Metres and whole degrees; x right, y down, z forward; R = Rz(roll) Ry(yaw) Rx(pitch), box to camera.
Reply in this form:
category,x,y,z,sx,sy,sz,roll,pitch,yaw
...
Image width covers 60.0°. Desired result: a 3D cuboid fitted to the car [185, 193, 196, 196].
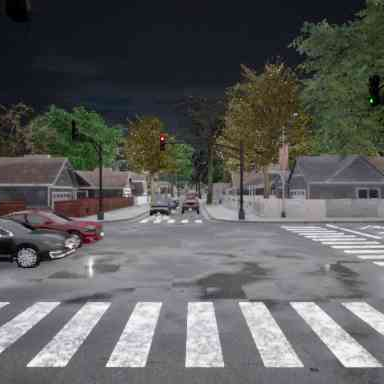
category,x,y,z,sx,sy,sz,roll,pitch,yaw
car,-0.289,1.299,73.547,2.150,2.045,5.566,0,0,0

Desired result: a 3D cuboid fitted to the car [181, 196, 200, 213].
category,x,y,z,sx,sy,sz,roll,pitch,yaw
car,-0.159,1.529,37.058,1.837,1.490,4.892,0,0,0

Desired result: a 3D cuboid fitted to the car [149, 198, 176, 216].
category,x,y,z,sx,sy,sz,roll,pitch,yaw
car,-3.021,1.567,32.915,2.033,1.411,5.357,0,0,0

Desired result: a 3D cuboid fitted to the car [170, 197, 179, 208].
category,x,y,z,sx,sy,sz,roll,pitch,yaw
car,-2.999,1.594,42.803,1.994,1.385,4.181,0,0,0

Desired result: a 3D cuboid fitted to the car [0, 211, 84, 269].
category,x,y,z,sx,sy,sz,roll,pitch,yaw
car,-6.300,1.536,10.610,4.892,1.490,1.837,-1,0,0

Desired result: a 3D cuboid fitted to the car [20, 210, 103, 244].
category,x,y,z,sx,sy,sz,roll,pitch,yaw
car,-6.258,1.505,13.858,5.008,1.535,1.882,-1,0,0

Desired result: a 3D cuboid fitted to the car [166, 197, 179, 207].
category,x,y,z,sx,sy,sz,roll,pitch,yaw
car,-3.016,1.568,53.053,1.812,1.442,4.674,0,0,0
